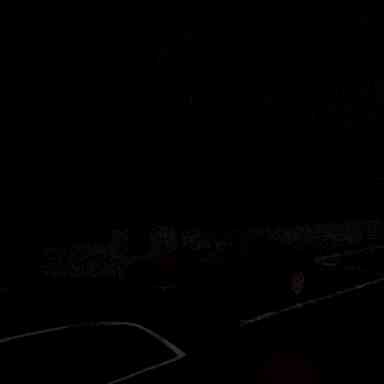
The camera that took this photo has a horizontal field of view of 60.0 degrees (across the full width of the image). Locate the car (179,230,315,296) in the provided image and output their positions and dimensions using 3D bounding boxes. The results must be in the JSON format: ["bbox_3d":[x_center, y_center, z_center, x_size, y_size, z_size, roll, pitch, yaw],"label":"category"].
[{"bbox_3d":[0.738,1.557,7.071,4.507,1.381,1.887,0,0,-36],"label":"car"}]

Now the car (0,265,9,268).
[{"bbox_3d":[-3.857,1.563,3.785,4.313,1.339,1.947,0,0,-36],"label":"car"}]

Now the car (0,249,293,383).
[{"bbox_3d":[-1.683,1.504,2.176,4.892,1.490,1.837,0,0,-36],"label":"car"}]
